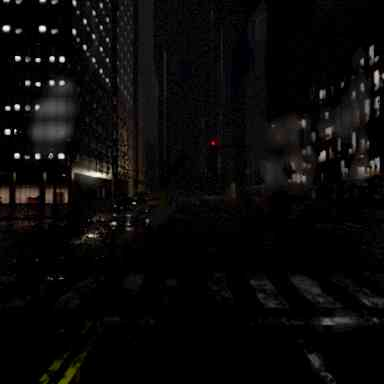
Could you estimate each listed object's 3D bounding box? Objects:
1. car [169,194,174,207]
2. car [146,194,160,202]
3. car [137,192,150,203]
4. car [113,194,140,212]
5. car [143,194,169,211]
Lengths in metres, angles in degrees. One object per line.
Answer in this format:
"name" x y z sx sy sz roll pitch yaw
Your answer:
"car" -4.055 1.107 47.243 2.097 1.767 4.553 0 0 -1
"car" -7.541 1.198 65.026 2.033 1.411 5.357 0 0 0
"car" -7.348 0.958 50.286 2.150 2.045 5.566 0 0 -1
"car" -7.121 1.318 35.822 1.837 1.490 4.892 0 1 -1
"car" -3.884 1.287 37.071 1.882 1.535 5.008 0 0 -1
